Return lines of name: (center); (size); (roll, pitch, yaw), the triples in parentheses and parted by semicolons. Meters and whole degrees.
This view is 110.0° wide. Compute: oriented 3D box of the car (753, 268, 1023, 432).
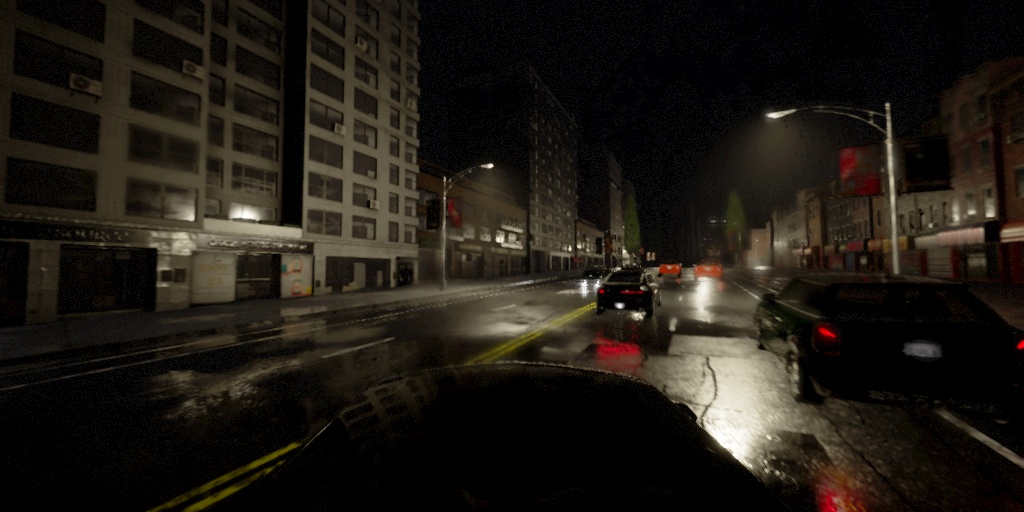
car: (5.399, 1.043, 5.784); (2.097, 1.767, 4.553); (-2, -1, 27)

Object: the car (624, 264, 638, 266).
car: (11.944, 1.488, 36.008); (1.994, 1.385, 4.181); (-2, -1, 27)

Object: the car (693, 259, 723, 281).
car: (16.687, 1.111, 30.631); (2.097, 1.767, 4.553); (-2, -1, 27)

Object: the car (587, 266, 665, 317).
car: (4.486, 1.311, 13.505); (1.837, 1.490, 4.892); (-2, -1, 27)

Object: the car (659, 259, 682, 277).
car: (16.771, 1.209, 37.955); (2.097, 1.767, 4.553); (-2, -1, 27)

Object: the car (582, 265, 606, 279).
car: (8.573, 1.599, 36.541); (1.895, 1.301, 4.718); (-2, -1, 27)
